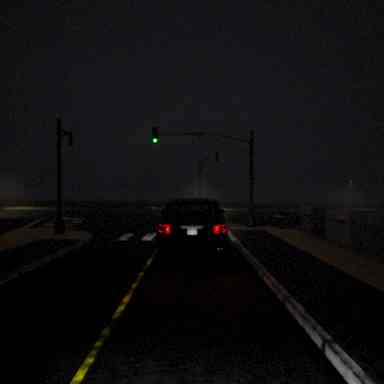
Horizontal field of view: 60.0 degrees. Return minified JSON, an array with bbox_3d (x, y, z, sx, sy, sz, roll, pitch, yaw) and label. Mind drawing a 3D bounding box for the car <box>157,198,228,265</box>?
[{"bbox_3d":[0.038,1.228,11.884,2.150,2.045,5.566,0,0,1],"label":"car"}]
